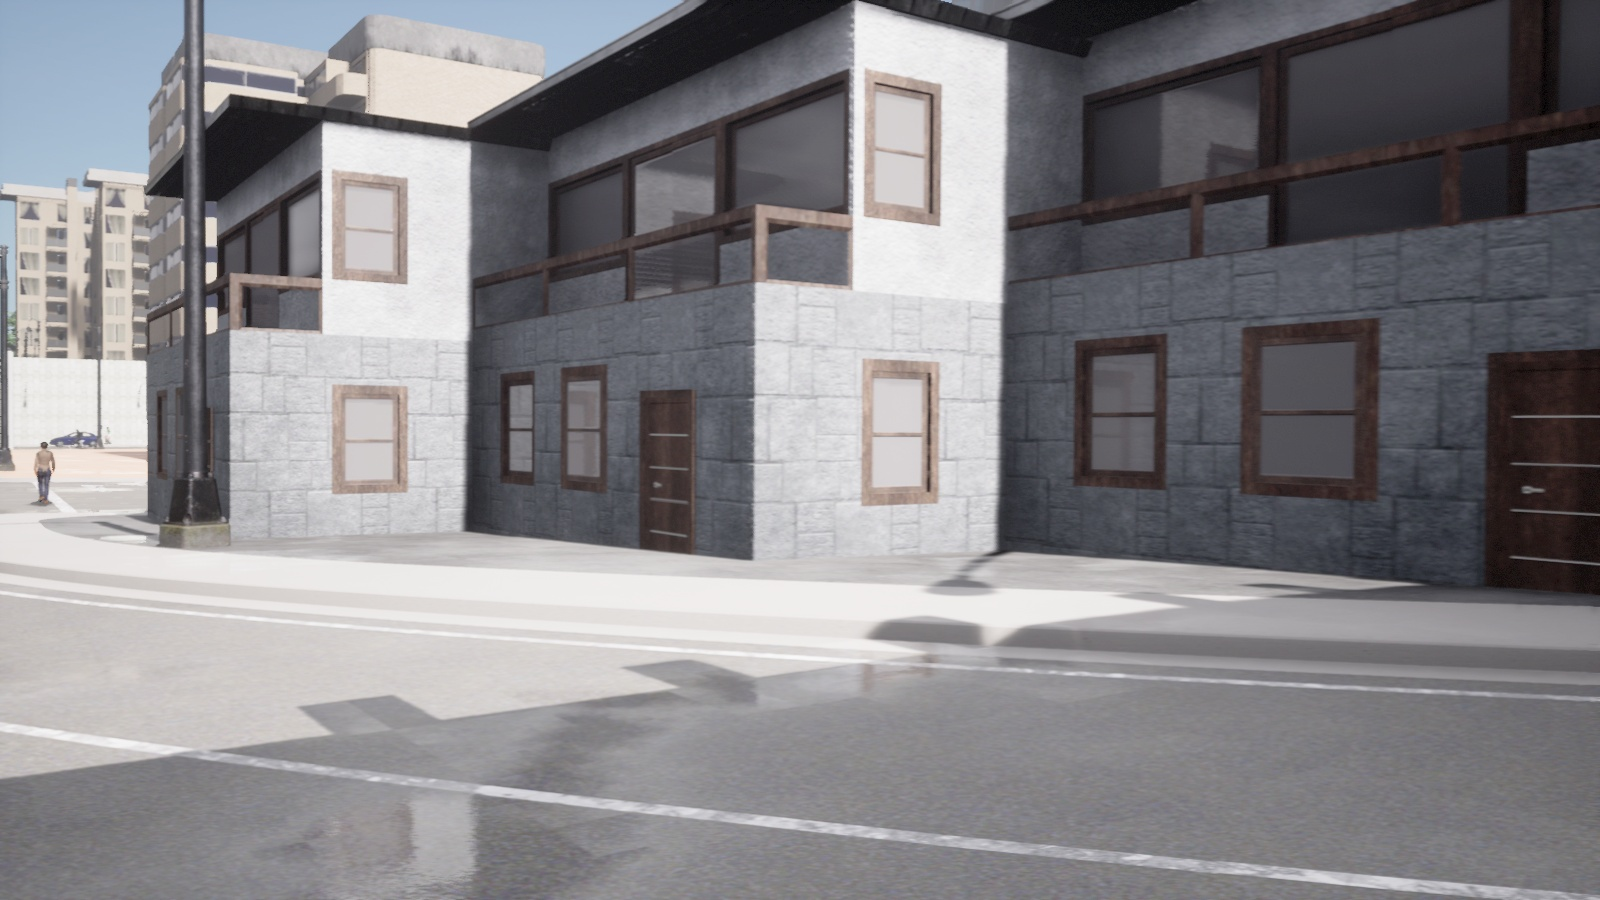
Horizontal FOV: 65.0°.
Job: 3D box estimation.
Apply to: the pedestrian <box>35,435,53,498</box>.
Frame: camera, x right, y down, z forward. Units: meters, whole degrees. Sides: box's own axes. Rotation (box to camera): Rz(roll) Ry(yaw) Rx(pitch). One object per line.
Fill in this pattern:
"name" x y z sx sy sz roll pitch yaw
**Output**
"pedestrian" -22.118 0.469 36.741 0.328 1.805 0.869 0 1 -38
